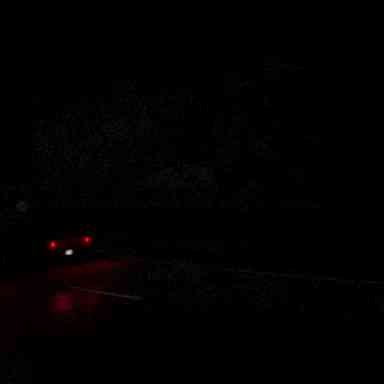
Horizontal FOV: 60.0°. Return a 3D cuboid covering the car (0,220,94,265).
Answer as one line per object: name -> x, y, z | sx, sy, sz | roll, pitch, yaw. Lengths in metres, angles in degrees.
car -> -5.746, 1.641, 11.848 | 4.718, 1.301, 1.895 | 0, 0, 34
